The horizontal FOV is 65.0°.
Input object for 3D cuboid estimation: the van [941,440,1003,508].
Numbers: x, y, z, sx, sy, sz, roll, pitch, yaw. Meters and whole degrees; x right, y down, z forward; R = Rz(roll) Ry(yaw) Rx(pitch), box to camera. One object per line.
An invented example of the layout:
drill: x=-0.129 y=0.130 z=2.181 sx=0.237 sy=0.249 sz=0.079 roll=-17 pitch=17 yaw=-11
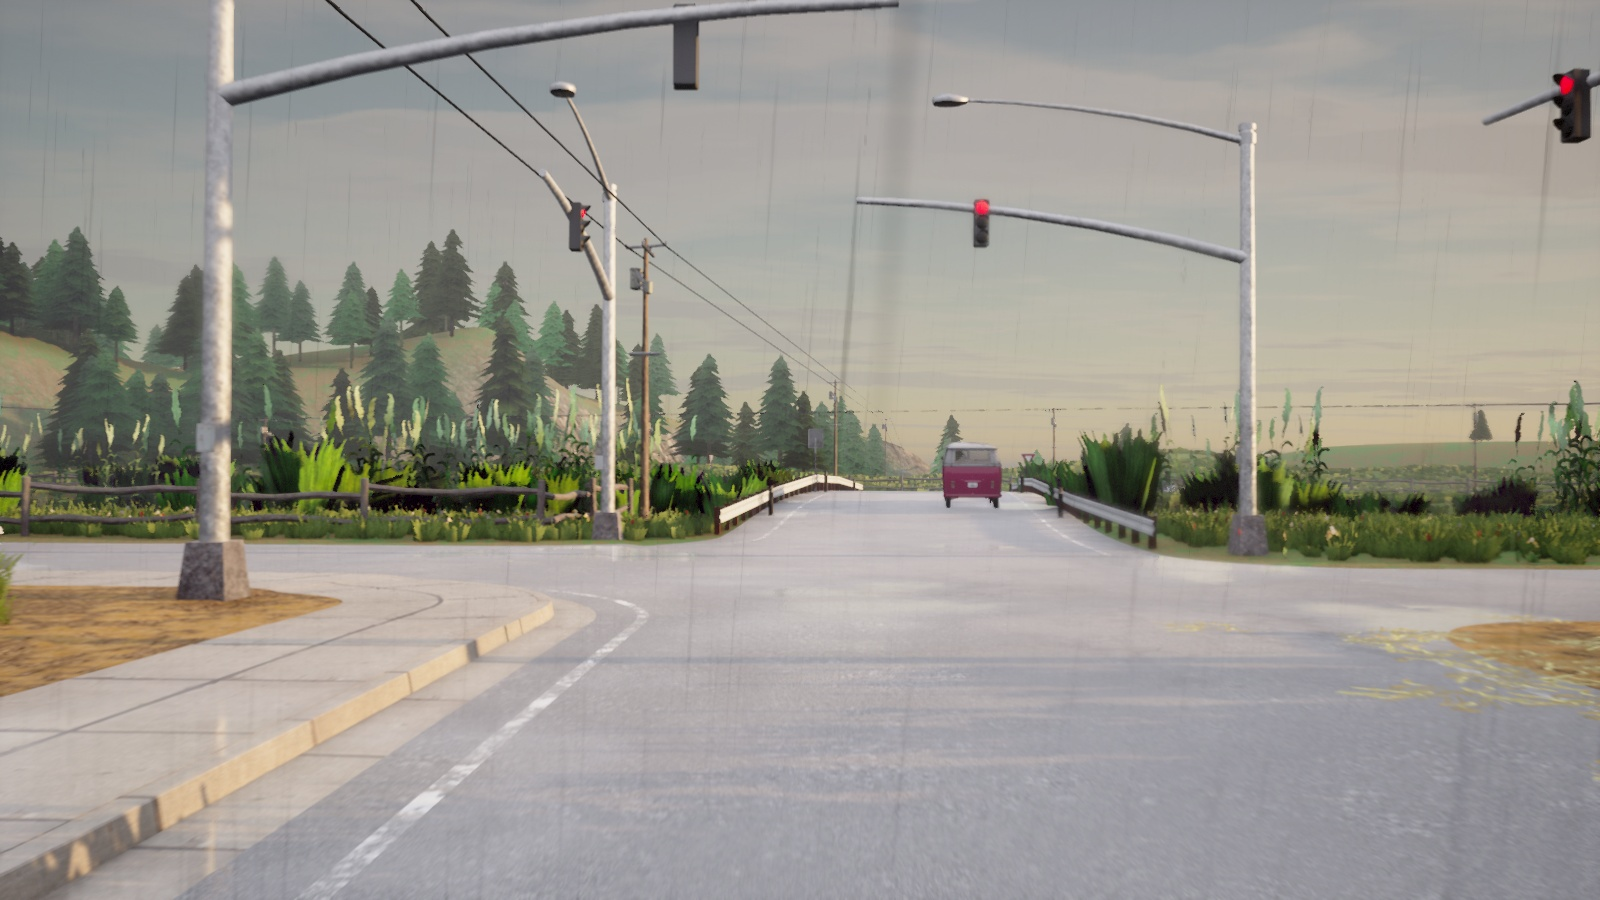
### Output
van: x=5.440 y=0.701 z=40.141 sx=1.775 sy=1.987 sz=4.442 roll=0 pitch=1 yaw=6
